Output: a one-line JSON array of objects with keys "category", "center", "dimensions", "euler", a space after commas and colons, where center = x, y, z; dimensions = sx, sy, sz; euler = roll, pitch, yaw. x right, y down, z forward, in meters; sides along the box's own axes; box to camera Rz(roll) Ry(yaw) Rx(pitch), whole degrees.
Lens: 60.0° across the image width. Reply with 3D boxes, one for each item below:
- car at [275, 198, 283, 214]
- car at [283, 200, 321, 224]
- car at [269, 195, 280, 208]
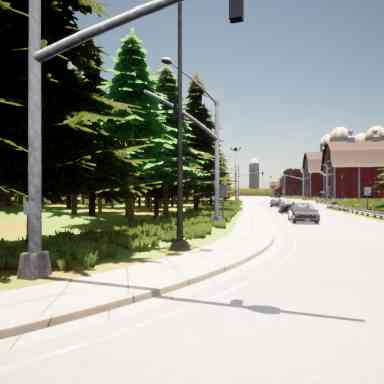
[{"category": "car", "center": [10.141, 1.601, 35.005], "dimensions": [1.895, 1.301, 4.718], "euler": [0, 0, 10]}, {"category": "car", "center": [8.388, 1.547, 25.329], "dimensions": [2.033, 1.411, 5.357], "euler": [0, 0, 10]}, {"category": "car", "center": [12.285, 1.563, 48.001], "dimensions": [1.994, 1.385, 4.181], "euler": [0, 0, 9]}]
